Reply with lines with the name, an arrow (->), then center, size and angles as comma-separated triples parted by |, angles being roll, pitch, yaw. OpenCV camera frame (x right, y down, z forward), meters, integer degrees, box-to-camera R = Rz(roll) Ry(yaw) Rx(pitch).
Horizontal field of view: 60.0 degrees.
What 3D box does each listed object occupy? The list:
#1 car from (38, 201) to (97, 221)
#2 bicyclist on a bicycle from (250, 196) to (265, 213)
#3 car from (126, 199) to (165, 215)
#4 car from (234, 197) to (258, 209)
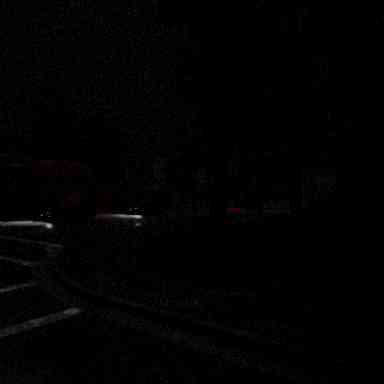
car -> -10.056, 1.522, 27.237 | 1.837, 1.490, 4.892 | 0, 0, 34
bicyclist on a bicycle -> 6.465, 1.233, 32.997 | 1.656, 1.620, 0.582 | 0, 0, 34
car -> -4.786, 1.522, 35.039 | 1.837, 1.490, 4.892 | 0, 0, 34
car -> 7.647, 1.492, 46.898 | 1.882, 1.535, 5.008 | 0, 0, 34
